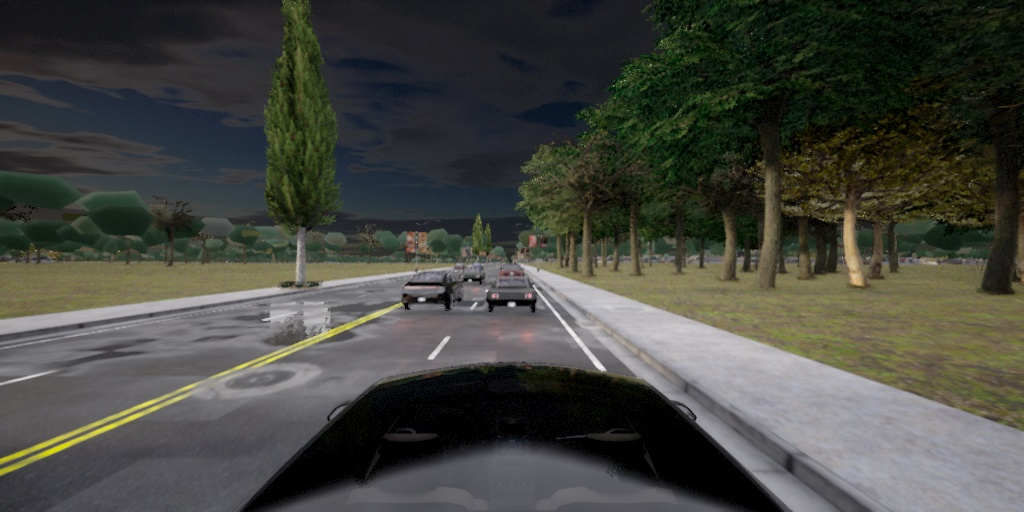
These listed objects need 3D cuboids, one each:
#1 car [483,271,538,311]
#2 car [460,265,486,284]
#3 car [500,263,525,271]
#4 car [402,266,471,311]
[{"bbox_3d":[0.014,1.488,15.109,1.895,1.301,4.718,0,-1,0],"label":"car"},{"bbox_3d":[-3.243,1.651,30.107,1.895,1.301,4.718,0,-1,0],"label":"car"},{"bbox_3d":[0.011,1.403,30.283,2.097,1.767,4.553,0,-1,1],"label":"car"},{"bbox_3d":[-3.232,1.382,15.360,2.128,1.511,4.902,0,0,1],"label":"car"}]
